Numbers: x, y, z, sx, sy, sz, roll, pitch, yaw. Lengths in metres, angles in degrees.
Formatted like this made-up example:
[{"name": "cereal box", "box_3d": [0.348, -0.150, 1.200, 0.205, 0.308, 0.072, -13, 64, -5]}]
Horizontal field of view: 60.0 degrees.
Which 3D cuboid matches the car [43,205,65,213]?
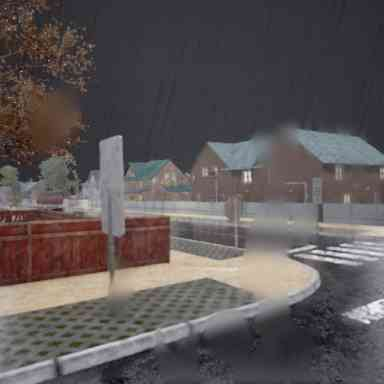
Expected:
[{"name": "car", "box_3d": [-19.280, 2.437, 46.408, 1.895, 1.301, 4.718, -2, 0, -36]}]
